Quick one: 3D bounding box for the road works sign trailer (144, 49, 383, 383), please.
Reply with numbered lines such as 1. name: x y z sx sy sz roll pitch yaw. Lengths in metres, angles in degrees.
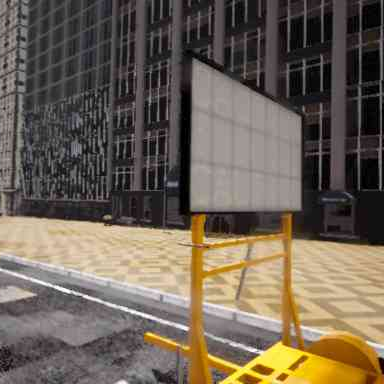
1. road works sign trailer: 0.501 0.632 3.633 2.880 3.560 2.380 -1 -3 40
